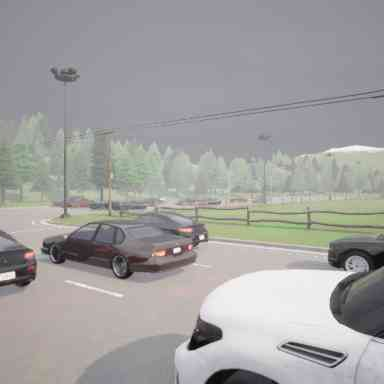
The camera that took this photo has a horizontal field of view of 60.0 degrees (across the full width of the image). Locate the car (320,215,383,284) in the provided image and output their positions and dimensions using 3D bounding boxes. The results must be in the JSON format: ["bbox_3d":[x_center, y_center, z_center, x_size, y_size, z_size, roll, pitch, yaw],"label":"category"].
[{"bbox_3d":[6.042,1.478,8.251,5.008,1.535,1.882,0,0,36],"label":"car"}]

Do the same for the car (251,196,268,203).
[{"bbox_3d":[13.703,1.500,67.510,2.128,1.511,4.902,0,0,37],"label":"car"}]

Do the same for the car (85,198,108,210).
[{"bbox_3d":[-10.497,1.600,41.367,1.895,1.301,4.718,0,0,34],"label":"car"}]

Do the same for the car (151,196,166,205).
[{"bbox_3d":[-7.130,1.563,57.473,1.994,1.385,4.181,0,0,37],"label":"car"}]

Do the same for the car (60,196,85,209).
[{"bbox_3d":[-15.517,1.563,46.347,1.994,1.385,4.181,0,0,37],"label":"car"}]

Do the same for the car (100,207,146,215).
[{"bbox_3d":[-1.489,1.526,13.750,4.674,1.442,1.812,0,0,36],"label":"car"}]

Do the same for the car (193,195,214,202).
[{"bbox_3d":[2.612,1.526,76.048,2.033,1.411,5.357,0,0,37],"label":"car"}]

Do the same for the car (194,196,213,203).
[{"bbox_3d":[2.447,1.523,70.018,1.812,1.442,4.674,0,0,37],"label":"car"}]

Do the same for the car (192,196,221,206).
[{"bbox_3d":[2.547,1.600,52.876,1.895,1.301,4.718,0,0,37],"label":"car"}]

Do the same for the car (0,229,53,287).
[{"bbox_3d":[-5.563,1.526,8.056,4.674,1.442,1.812,0,0,36],"label":"car"}]

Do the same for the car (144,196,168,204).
[{"bbox_3d":[-6.853,1.525,63.607,1.812,1.442,4.674,0,0,37],"label":"car"}]

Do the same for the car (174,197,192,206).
[{"bbox_3d":[-0.999,1.564,53.983,1.994,1.385,4.181,0,0,37],"label":"car"}]

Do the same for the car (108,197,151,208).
[{"bbox_3d":[-7.399,1.563,39.669,1.994,1.385,4.181,0,0,37],"label":"car"}]

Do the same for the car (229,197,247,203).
[{"bbox_3d":[9.375,1.601,67.591,1.895,1.301,4.718,0,0,37],"label":"car"}]

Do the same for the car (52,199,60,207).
[{"bbox_3d":[-18.131,1.352,48.697,2.097,1.767,4.553,0,0,37],"label":"car"}]

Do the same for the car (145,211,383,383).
[{"bbox_3d":[2.495,1.222,2.174,5.566,2.045,2.150,0,0,36],"label":"car"}]

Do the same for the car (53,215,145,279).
[{"bbox_3d":[-2.402,1.547,10.063,5.357,1.411,2.033,0,0,37],"label":"car"}]
